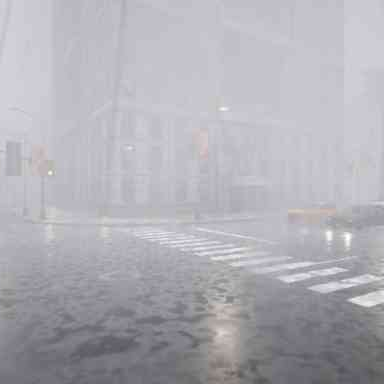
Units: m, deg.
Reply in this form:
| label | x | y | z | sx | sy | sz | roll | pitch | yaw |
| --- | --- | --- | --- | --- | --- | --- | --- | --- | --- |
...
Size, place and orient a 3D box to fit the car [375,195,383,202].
| label | x | y | z | sx | sy | sz | roll | pitch | yaw |
| --- | --- | --- | --- | --- | --- | --- | --- | --- | --- |
| car | 17.690 | 1.221 | 29.216 | 5.566 | 2.045 | 2.150 | 0 | 0 | -31 |

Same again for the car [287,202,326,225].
| label | x | y | z | sx | sy | sz | roll | pitch | yaw |
| --- | --- | --- | --- | --- | --- | --- | --- | --- | --- |
| car | 8.995 | 1.478 | 23.924 | 5.008 | 1.535 | 1.882 | 0 | 0 | -32 |

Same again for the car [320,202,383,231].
| label | x | y | z | sx | sy | sz | roll | pitch | yaw |
| --- | --- | --- | --- | --- | --- | --- | --- | --- | --- |
| car | 10.808 | 1.547 | 20.933 | 5.357 | 1.411 | 2.033 | 0 | 0 | -32 |
